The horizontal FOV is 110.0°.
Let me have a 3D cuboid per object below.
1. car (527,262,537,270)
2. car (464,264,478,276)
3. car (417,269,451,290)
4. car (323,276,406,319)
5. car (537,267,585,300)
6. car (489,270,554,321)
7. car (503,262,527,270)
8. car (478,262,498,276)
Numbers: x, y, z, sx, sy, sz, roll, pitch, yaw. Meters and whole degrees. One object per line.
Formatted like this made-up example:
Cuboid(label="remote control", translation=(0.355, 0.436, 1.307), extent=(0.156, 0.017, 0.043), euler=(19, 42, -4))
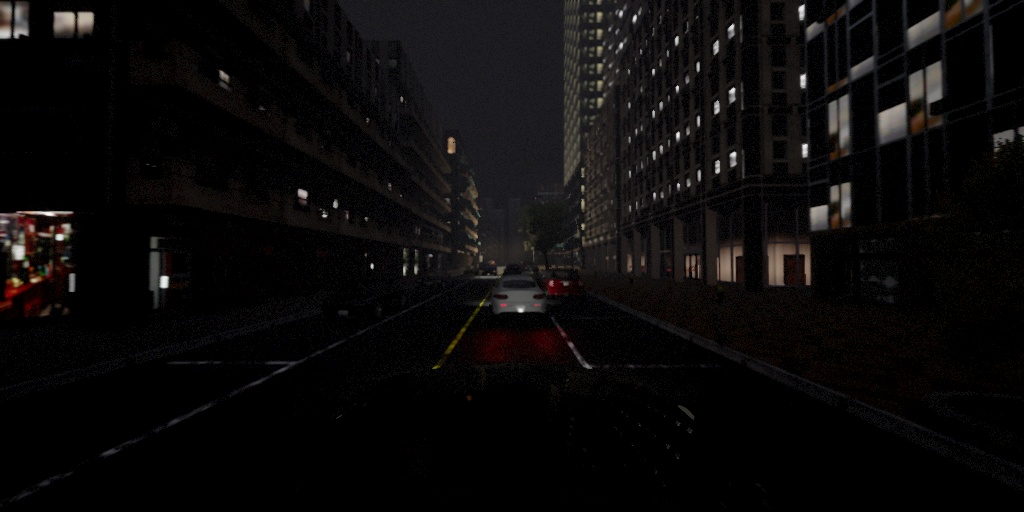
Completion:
Cuboid(label="car", translation=(2.571, 1.815, 47.249), extent=(2.007, 1.370, 4.403), euler=(0, 0, 0))
Cuboid(label="car", translation=(-5.277, 1.790, 47.173), extent=(1.751, 1.417, 4.829), euler=(0, 0, 0))
Cuboid(label="car", translation=(-5.286, 1.557, 24.758), extent=(2.007, 1.370, 4.403), euler=(0, 0, 0))
Cuboid(label="car", translation=(-5.323, 1.446, 13.466), extent=(1.948, 1.339, 4.313), euler=(0, 0, 0))
Cuboid(label="car", translation=(2.568, 1.383, 18.989), extent=(1.967, 1.591, 4.097), euler=(0, 0, 0))
Cuboid(label="car", translation=(0.185, 1.402, 13.032), extent=(1.812, 1.442, 4.674), euler=(0, -1, -2))
Cuboid(label="car", translation=(0.104, 1.627, 36.007), extent=(2.128, 1.511, 4.902), euler=(0, -1, 0))
Cuboid(label="car", translation=(-2.769, 1.790, 45.340), extent=(2.033, 1.411, 5.357), euler=(0, -1, 0))
